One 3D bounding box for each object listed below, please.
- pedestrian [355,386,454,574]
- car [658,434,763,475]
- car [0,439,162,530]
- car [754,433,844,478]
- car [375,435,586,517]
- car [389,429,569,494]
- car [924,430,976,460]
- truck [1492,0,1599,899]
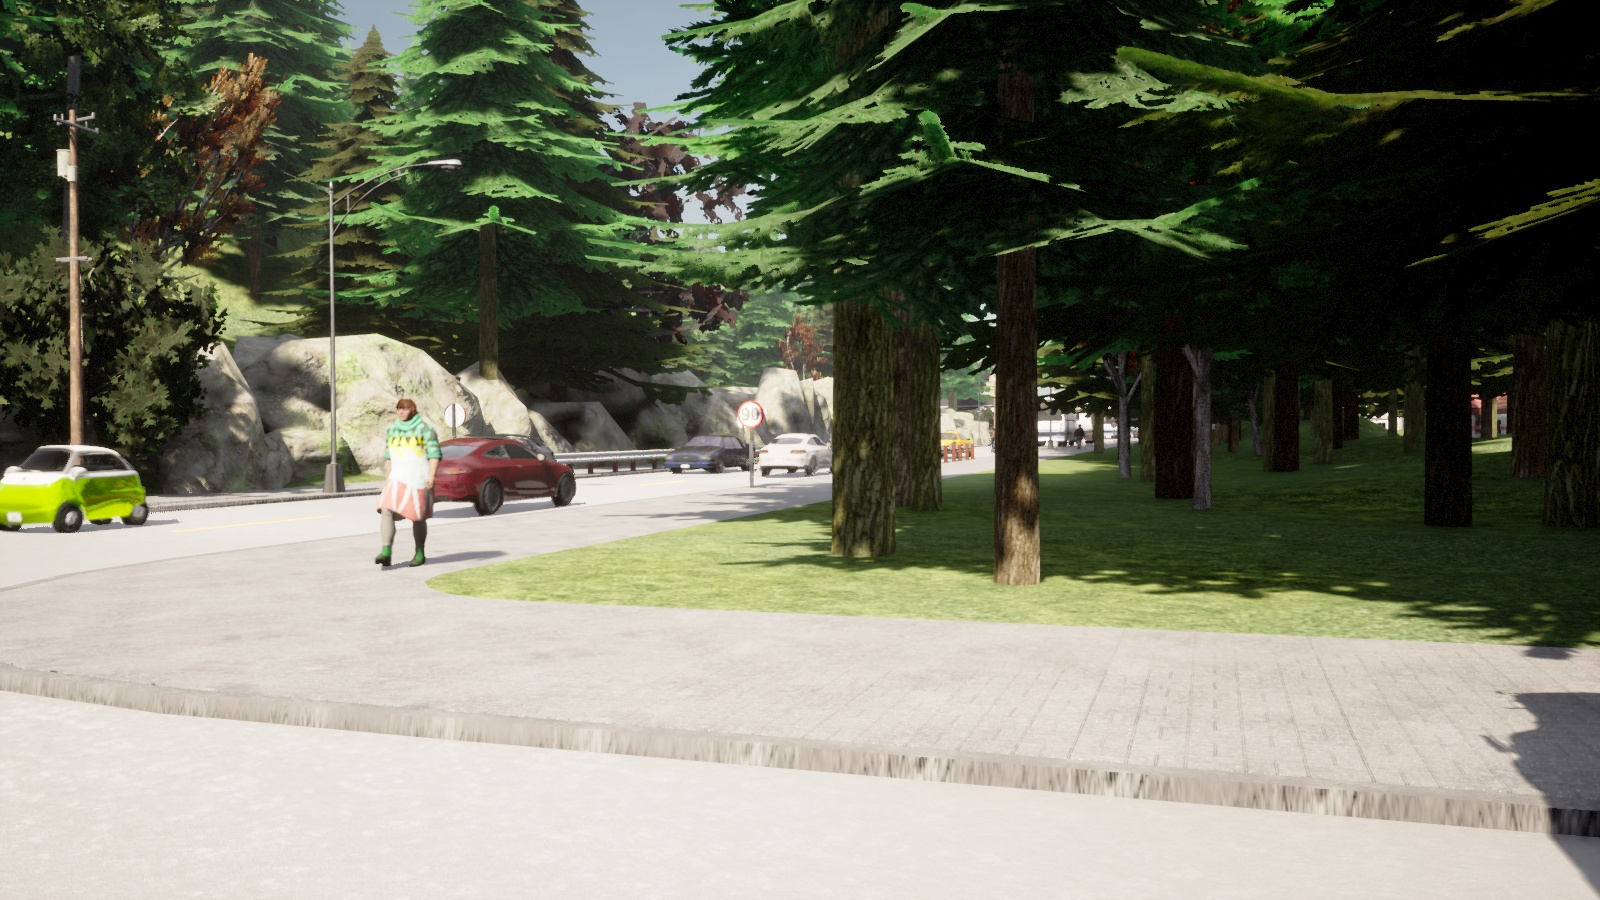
[{"bbox_3d":[-4.254,0.303,13.552,0.659,1.952,0.873,0,1,14],"label":"pedestrian"},{"bbox_3d":[-3.238,0.113,46.751,2.033,1.411,5.357,1,1,18],"label":"car"},{"bbox_3d":[-11.809,0.511,20.370,1.481,1.376,2.207,1,1,18],"label":"car"},{"bbox_3d":[0.035,0.150,43.879,1.812,1.442,4.674,1,1,18],"label":"car"},{"bbox_3d":[-6.159,0.431,24.845,1.812,1.442,4.674,1,1,18],"label":"car"},{"bbox_3d":[-8.033,0.240,31.990,2.128,1.511,4.902,1,1,18],"label":"car"},{"bbox_3d":[8.288,-0.310,69.109,1.801,1.575,5.366,1,1,18],"label":"car"},{"bbox_3d":[6.017,-0.343,1.703,8.468,3.827,2.891,1,1,18],"label":"truck"}]
